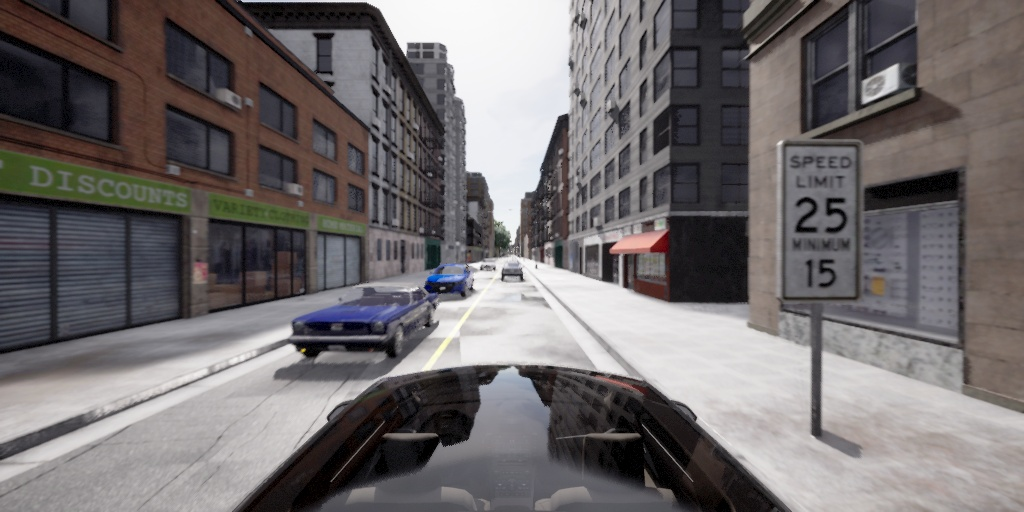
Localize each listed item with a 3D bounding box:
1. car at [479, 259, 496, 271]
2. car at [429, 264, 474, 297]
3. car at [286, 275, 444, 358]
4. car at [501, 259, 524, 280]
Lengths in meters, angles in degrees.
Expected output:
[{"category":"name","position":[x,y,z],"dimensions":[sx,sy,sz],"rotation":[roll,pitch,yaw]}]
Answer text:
[{"category":"car","position":[-3.007,1.089,45.689],"dimensions":[1.812,1.442,4.674],"rotation":[0,0,0]},{"category":"car","position":[-3.092,1.159,18.581],"dimensions":[1.882,1.535,5.008],"rotation":[0,0,0]},{"category":"car","position":[-3.101,1.324,8.559],"dimensions":[1.895,1.301,4.718],"rotation":[0,0,0]},{"category":"car","position":[0.017,1.179,29.844],"dimensions":[2.033,1.411,5.357],"rotation":[0,0,0]}]
